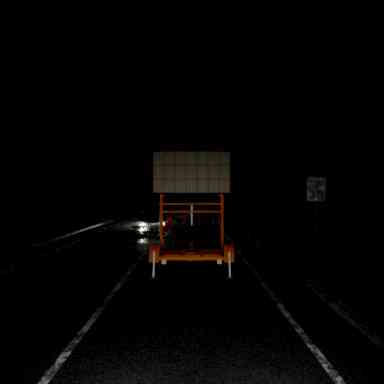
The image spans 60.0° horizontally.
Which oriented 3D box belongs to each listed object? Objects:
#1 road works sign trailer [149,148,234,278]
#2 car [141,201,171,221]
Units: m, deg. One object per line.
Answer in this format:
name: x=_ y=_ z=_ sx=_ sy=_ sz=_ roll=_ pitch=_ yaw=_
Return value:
road works sign trailer: x=-0.010 y=0.467 z=10.088 sx=2.380 sy=3.560 sz=2.880 roll=0 pitch=0 yaw=0
car: x=-2.906 y=1.486 z=27.570 sx=1.882 sy=1.535 sz=5.008 roll=0 pitch=0 yaw=5
